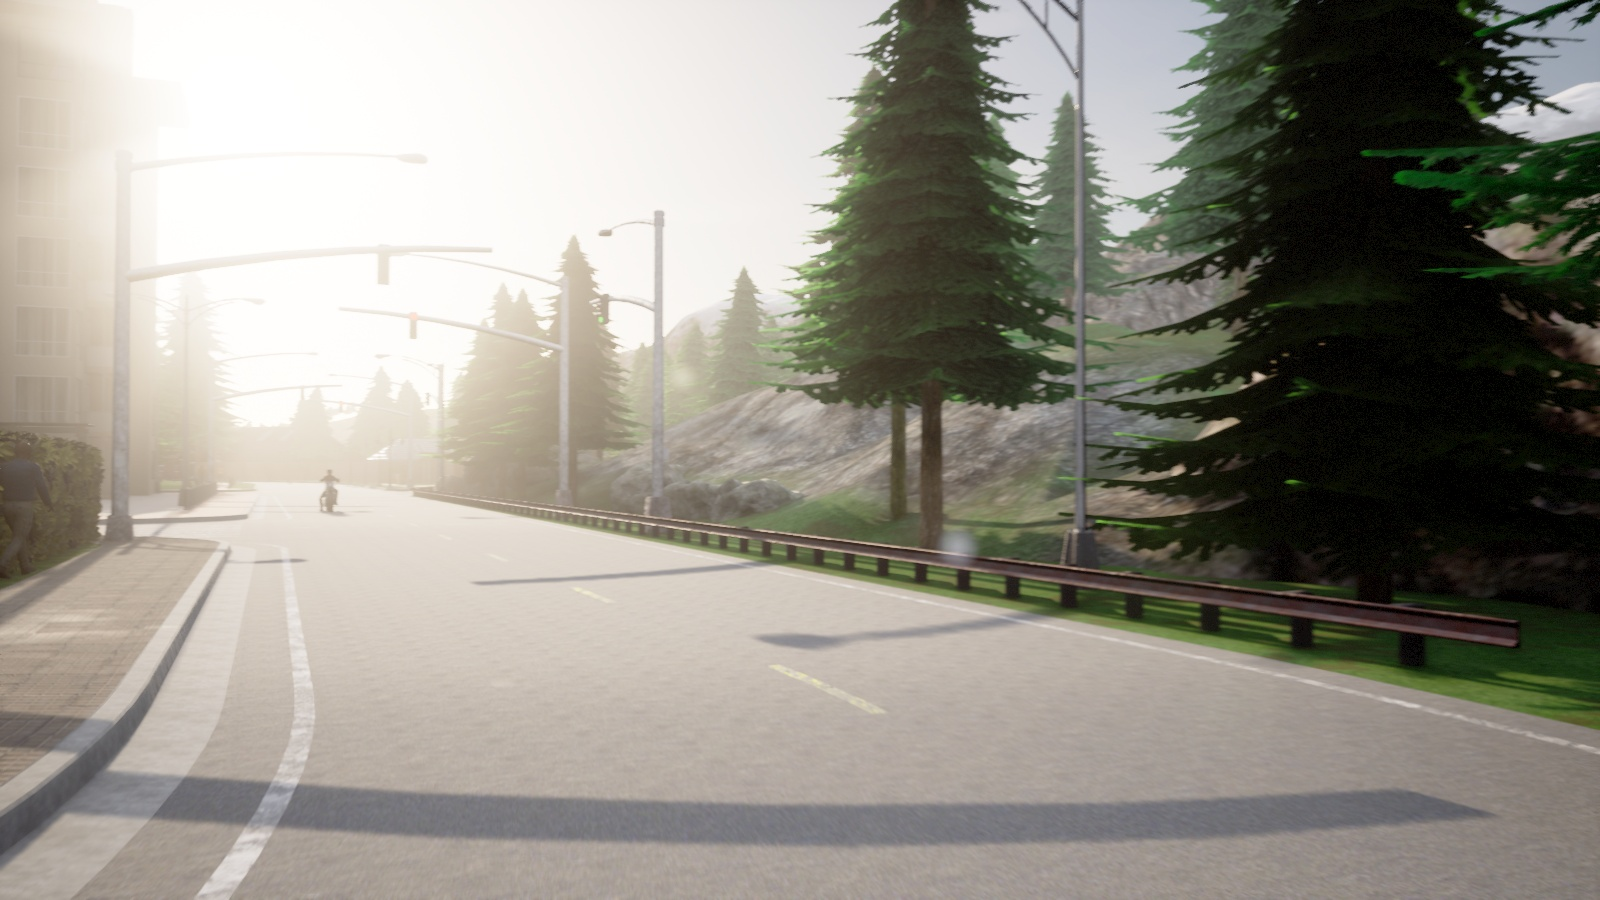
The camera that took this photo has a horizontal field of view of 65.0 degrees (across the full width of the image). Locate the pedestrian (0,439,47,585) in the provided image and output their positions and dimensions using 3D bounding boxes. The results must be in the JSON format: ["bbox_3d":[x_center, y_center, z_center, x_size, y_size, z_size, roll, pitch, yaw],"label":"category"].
[{"bbox_3d":[-10.113,0.790,16.230,0.370,1.835,0.726,0,-1,-5],"label":"pedestrian"}]

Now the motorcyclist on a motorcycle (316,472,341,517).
[{"bbox_3d":[-17.697,1.656,47.123,0.766,1.649,2.350,0,-1,-23],"label":"motorcyclist on a motorcycle"}]
